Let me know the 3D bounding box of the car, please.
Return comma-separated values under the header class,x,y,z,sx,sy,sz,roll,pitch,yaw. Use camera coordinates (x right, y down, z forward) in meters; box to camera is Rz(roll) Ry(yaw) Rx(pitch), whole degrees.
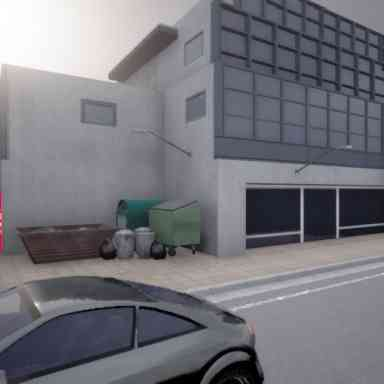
class,x,y,z,sx,sy,sz,roll,pitch,yaw
car,-1.342,1.564,2.943,4.181,1.385,1.994,0,0,-35
